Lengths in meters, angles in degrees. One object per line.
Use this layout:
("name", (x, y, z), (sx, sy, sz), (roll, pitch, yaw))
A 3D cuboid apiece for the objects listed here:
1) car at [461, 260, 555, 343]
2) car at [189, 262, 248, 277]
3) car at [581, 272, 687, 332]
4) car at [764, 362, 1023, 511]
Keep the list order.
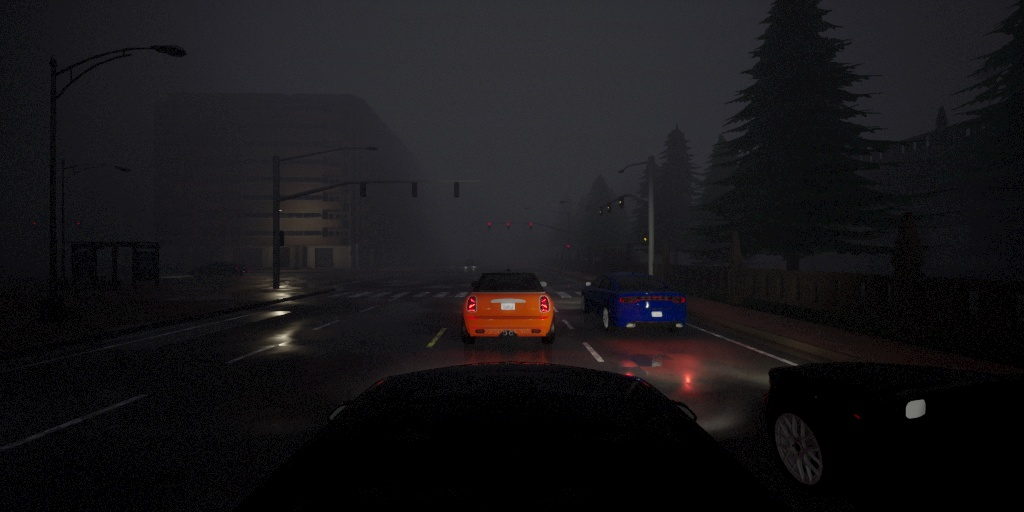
("car", (-0.081, 1.102, 9.813), (2.097, 1.767, 4.553), (0, 0, 0))
("car", (-29.096, 1.310, 35.616), (4.892, 1.490, 1.837), (0, 0, -1))
("car", (3.418, 1.228, 10.957), (1.882, 1.535, 5.008), (0, 0, 0))
("car", (3.288, 1.228, 1.431), (1.882, 1.535, 5.008), (0, 0, 3))
